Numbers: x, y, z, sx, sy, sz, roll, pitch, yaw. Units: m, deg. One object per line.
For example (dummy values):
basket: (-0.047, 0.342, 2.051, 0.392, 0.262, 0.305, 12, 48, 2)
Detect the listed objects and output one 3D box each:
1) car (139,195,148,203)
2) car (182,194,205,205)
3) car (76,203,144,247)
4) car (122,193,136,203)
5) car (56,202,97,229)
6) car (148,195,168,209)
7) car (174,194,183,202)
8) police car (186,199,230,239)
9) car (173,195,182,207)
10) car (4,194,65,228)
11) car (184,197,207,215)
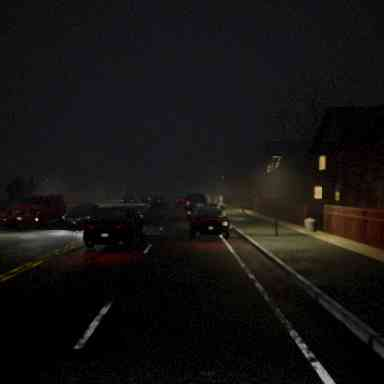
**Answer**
car: (-8.743, 1.280, 62.634, 2.097, 1.767, 4.553, 0, 0, -4)
car: (0.332, 1.170, 33.458, 2.150, 2.045, 5.566, 0, 0, -2)
car: (-3.294, 1.454, 14.847, 1.882, 1.535, 5.008, 0, 0, -1)
car: (-12.082, 1.156, 63.883, 2.150, 2.045, 5.566, 0, 0, -4)
car: (-6.894, 1.495, 21.614, 1.812, 1.442, 4.674, 0, 0, -1)
car: (-4.281, 1.289, 44.251, 2.097, 1.767, 4.553, 0, 0, -3)
car: (-3.156, 1.320, 75.277, 1.882, 1.535, 5.008, 0, 0, -5)
police car: (0.794, 1.395, 17.440, 1.930, 1.638, 5.238, 0, 0, -1)
car: (-1.457, 1.278, 51.065, 2.097, 1.767, 4.553, 0, 0, -4)
car: (-10.157, 1.192, 22.182, 2.150, 2.045, 5.566, 0, 0, -1)
car: (0.539, 1.432, 27.393, 1.882, 1.535, 5.008, 0, 0, -2)
